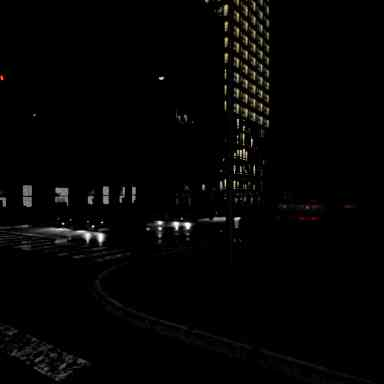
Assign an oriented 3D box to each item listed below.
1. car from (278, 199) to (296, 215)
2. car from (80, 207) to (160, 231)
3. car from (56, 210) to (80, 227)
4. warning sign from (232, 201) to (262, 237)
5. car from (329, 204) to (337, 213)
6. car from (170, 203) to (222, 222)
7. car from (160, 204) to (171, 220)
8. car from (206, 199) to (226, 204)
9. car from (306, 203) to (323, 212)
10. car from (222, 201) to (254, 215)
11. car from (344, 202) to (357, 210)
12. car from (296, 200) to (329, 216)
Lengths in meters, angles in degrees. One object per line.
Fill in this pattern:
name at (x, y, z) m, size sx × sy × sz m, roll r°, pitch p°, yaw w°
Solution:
car at (13.803, 2.066, 46.426) m, size 2.150 × 2.045 × 5.566 m, roll 0°, pitch -2°, yaw 33°
car at (-4.917, 1.874, 23.608) m, size 2.033 × 1.411 × 5.357 m, roll 0°, pitch -1°, yaw 33°
car at (-7.573, 1.873, 25.485) m, size 2.033 × 1.411 × 5.357 m, roll 0°, pitch -1°, yaw 33°
warning sign at (3.091, 1.454, 18.556) m, size 1.300 × 1.860 × 1.060 m, roll 1°, pitch 1°, yaw 33°
car at (21.780, 2.597, 53.014) m, size 1.994 × 1.385 × 4.181 m, roll 0°, pitch -1°, yaw 33°
car at (0.520, 2.055, 32.086) m, size 2.033 × 1.411 × 5.357 m, roll 0°, pitch -1°, yaw 33°
car at (-2.390, 2.003, 33.564) m, size 1.837 × 1.490 × 4.892 m, roll 0°, pitch -1°, yaw 33°
car at (3.143, 1.903, 42.185) m, size 2.150 × 2.045 × 5.566 m, roll 0°, pitch -1°, yaw 32°
car at (21.540, 2.671, 58.484) m, size 1.994 × 1.385 × 4.181 m, roll 0°, pitch -1°, yaw 33°
car at (6.002, 2.180, 40.617) m, size 2.128 × 1.511 × 4.902 m, roll 0°, pitch -1°, yaw 33°
car at (31.329, 2.789, 65.799) m, size 1.882 × 1.535 × 5.008 m, roll 0°, pitch -1°, yaw 33°
car at (16.056, 2.066, 44.025) m, size 2.150 × 2.045 × 5.566 m, roll 0°, pitch -1°, yaw 35°
